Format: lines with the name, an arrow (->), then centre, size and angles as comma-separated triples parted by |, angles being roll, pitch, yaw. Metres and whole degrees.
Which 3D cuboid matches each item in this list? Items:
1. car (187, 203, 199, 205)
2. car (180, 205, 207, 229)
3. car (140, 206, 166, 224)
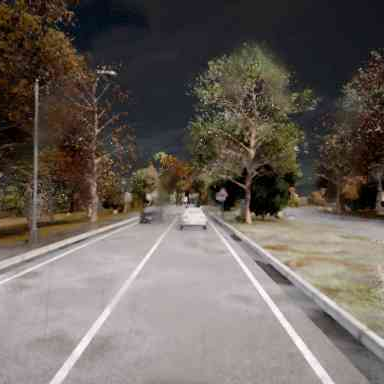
car -> 0.104, 2.111, 42.267 | 1.882, 1.535, 5.008 | 0, 4, 0
car -> 0.098, 1.886, 24.364 | 1.812, 1.442, 4.674 | 0, -1, 0
car -> -3.349, 1.972, 29.045 | 1.837, 1.490, 4.892 | 0, -1, 0
